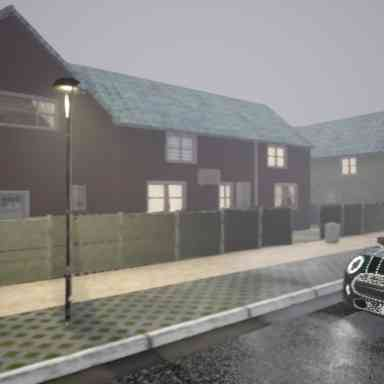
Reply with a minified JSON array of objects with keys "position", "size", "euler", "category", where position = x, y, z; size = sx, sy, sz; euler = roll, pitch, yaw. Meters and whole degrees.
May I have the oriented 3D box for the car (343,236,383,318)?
[{"position":[5.031,1.351,6.629],"size":[4.553,1.767,2.097],"euler":[0,0,-35],"category":"car"}]
